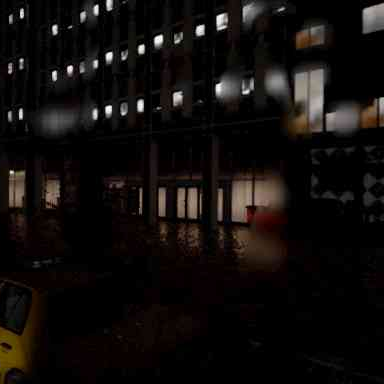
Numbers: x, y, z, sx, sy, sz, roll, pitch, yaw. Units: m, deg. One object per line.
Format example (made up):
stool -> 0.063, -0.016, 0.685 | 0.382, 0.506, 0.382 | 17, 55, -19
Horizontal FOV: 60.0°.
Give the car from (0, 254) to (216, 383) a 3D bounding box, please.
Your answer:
car -> -2.035, 1.500, 4.318 | 4.829, 1.417, 1.752 | 0, 1, 36
